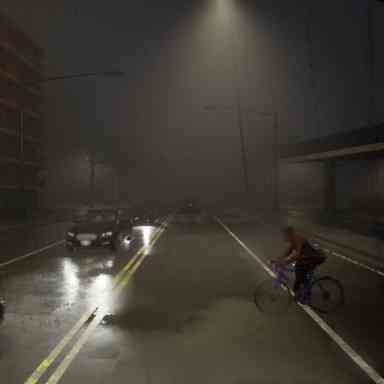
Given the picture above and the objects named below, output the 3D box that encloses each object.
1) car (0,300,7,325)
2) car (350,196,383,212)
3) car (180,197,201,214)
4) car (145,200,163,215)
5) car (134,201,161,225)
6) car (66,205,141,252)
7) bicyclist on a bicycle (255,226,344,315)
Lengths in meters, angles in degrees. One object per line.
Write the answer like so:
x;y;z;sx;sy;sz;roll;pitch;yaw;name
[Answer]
-3.612;1.547;2.509;2.033;1.411;5.357;0;0;0;car
20.051;1.294;36.677;4.611;1.667;2.242;0;0;1;car
-0.132;1.351;35.091;2.097;1.767;4.553;0;0;0;car
-3.728;1.491;30.347;2.128;1.511;4.902;0;0;0;car
-3.644;1.564;24.050;1.994;1.385;4.181;0;0;0;car
-3.679;1.492;13.940;2.128;1.511;4.902;0;0;0;car
1.947;1.453;6.084;1.656;1.620;0.582;-2;0;0;bicyclist on a bicycle
